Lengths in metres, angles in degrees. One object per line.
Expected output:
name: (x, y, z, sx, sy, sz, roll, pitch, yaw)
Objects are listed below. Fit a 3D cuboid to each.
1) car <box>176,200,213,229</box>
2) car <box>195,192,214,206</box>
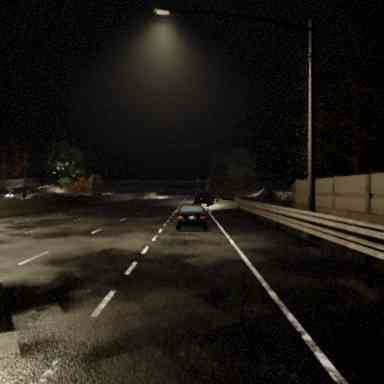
car: (-0.009, 1.447, 20.888, 2.033, 1.411, 5.357, 0, 0, 0)
car: (1.800, 1.043, 47.484, 2.150, 2.045, 5.566, 0, 0, 12)
